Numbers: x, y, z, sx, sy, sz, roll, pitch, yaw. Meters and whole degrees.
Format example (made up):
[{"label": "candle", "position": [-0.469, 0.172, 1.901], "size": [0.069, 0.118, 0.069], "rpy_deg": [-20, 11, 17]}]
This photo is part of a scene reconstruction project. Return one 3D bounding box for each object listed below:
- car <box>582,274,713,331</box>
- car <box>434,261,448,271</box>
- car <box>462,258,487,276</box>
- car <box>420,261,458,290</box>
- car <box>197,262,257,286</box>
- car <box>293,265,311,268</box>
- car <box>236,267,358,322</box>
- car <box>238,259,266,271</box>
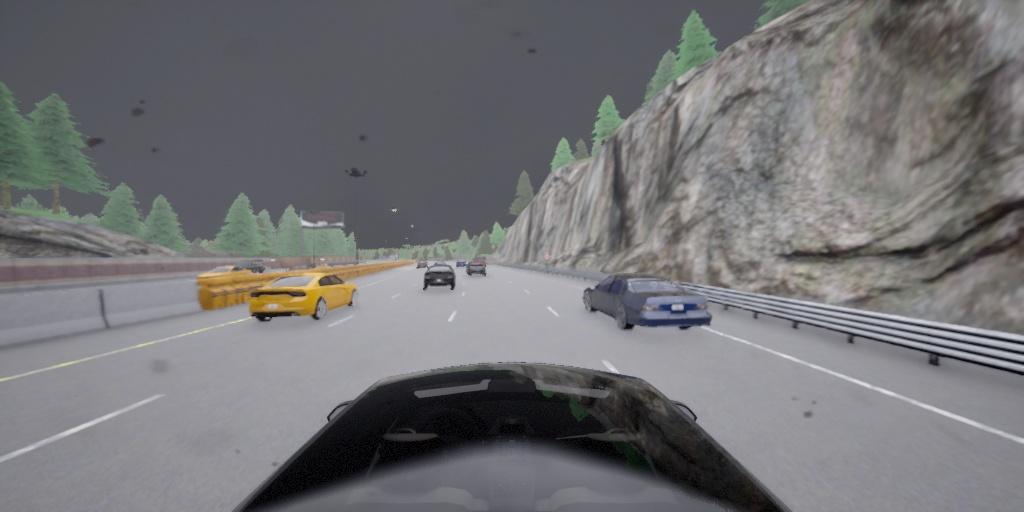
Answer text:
[{"label": "car", "position": [3.658, 1.246, 10.836], "size": [2.033, 1.411, 5.357], "rpy_deg": [-1, 0, -4]}, {"label": "car", "position": [-11.070, 1.473, 55.937], "size": [2.033, 1.411, 5.357], "rpy_deg": [-1, 0, -12]}, {"label": "car", "position": [-3.987, 1.309, 39.244], "size": [2.128, 1.511, 4.902], "rpy_deg": [-1, 0, -11]}, {"label": "car", "position": [-4.740, 1.303, 23.818], "size": [1.882, 1.535, 5.008], "rpy_deg": [0, 0, -9]}, {"label": "car", "position": [-23.764, 1.584, 29.818], "size": [1.882, 1.535, 5.008], "rpy_deg": [-1, 0, -10]}, {"label": "car", "position": [-21.549, 1.639, 36.756], "size": [1.994, 1.385, 4.181], "rpy_deg": [-1, 0, -11]}, {"label": "car", "position": [-7.274, 1.337, 13.088], "size": [1.882, 1.535, 5.008], "rpy_deg": [0, 0, -4]}, {"label": "car", "position": [-34.104, 1.484, 46.299], "size": [2.150, 2.045, 5.566], "rpy_deg": [-1, 0, -11]}]
